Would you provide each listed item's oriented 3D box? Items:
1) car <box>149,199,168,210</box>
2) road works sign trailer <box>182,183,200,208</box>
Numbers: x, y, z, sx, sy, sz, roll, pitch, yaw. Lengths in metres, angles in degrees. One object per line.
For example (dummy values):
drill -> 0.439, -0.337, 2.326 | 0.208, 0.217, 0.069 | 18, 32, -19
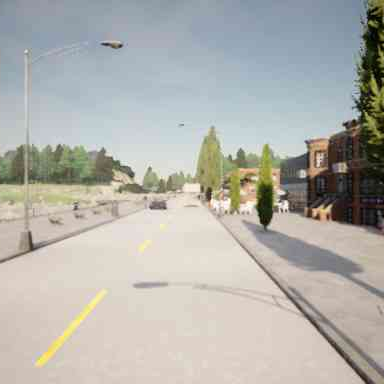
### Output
car -> -4.084, 1.551, 41.266 | 1.994, 1.385, 4.181 | 0, 0, 0
road works sign trailer -> 0.000, 0.449, 48.340 | 2.380, 3.560, 2.880 | 0, 0, 0
